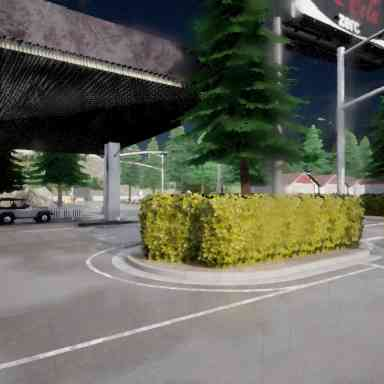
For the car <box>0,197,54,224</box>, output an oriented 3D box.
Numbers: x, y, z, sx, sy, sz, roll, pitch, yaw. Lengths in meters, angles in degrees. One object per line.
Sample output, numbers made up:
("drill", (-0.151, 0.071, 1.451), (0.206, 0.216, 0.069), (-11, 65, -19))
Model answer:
("car", (-11.986, 1.313, 23.469), (3.866, 1.878, 1.905), (0, 0, -36))
